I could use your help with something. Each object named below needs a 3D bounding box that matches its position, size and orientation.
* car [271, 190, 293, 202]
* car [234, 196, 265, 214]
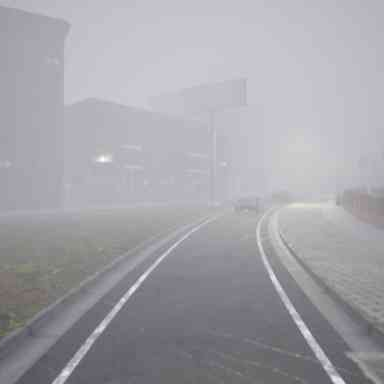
[{"bbox_3d":[11.327,0.421,41.910,1.812,1.442,4.674,0,2,30],"label":"car"},{"bbox_3d":[4.905,1.020,27.758,1.895,1.301,4.718,0,2,19],"label":"car"}]
